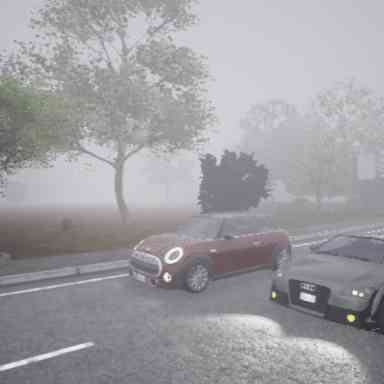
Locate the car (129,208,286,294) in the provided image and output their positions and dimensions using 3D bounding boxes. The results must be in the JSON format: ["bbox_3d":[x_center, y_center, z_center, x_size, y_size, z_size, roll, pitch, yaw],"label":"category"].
[{"bbox_3d":[0.624,1.364,8.957,4.553,1.767,2.097,0,0,-37],"label":"car"}]

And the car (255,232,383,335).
[{"bbox_3d":[3.501,1.567,6.744,4.181,1.385,1.994,0,0,-38],"label":"car"}]
